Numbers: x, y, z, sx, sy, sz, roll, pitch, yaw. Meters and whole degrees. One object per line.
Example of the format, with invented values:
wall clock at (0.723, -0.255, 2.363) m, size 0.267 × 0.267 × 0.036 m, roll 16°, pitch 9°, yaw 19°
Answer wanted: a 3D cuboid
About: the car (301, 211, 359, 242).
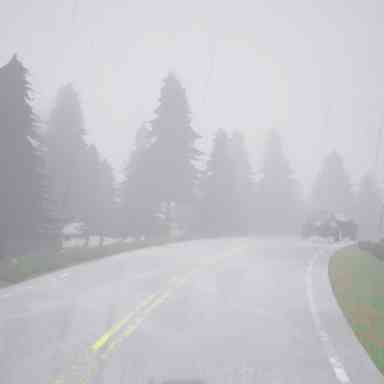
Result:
car at (8.350, 1.974, 19.864) m, size 2.097 × 1.767 × 4.553 m, roll -3°, pitch -6°, yaw 42°
